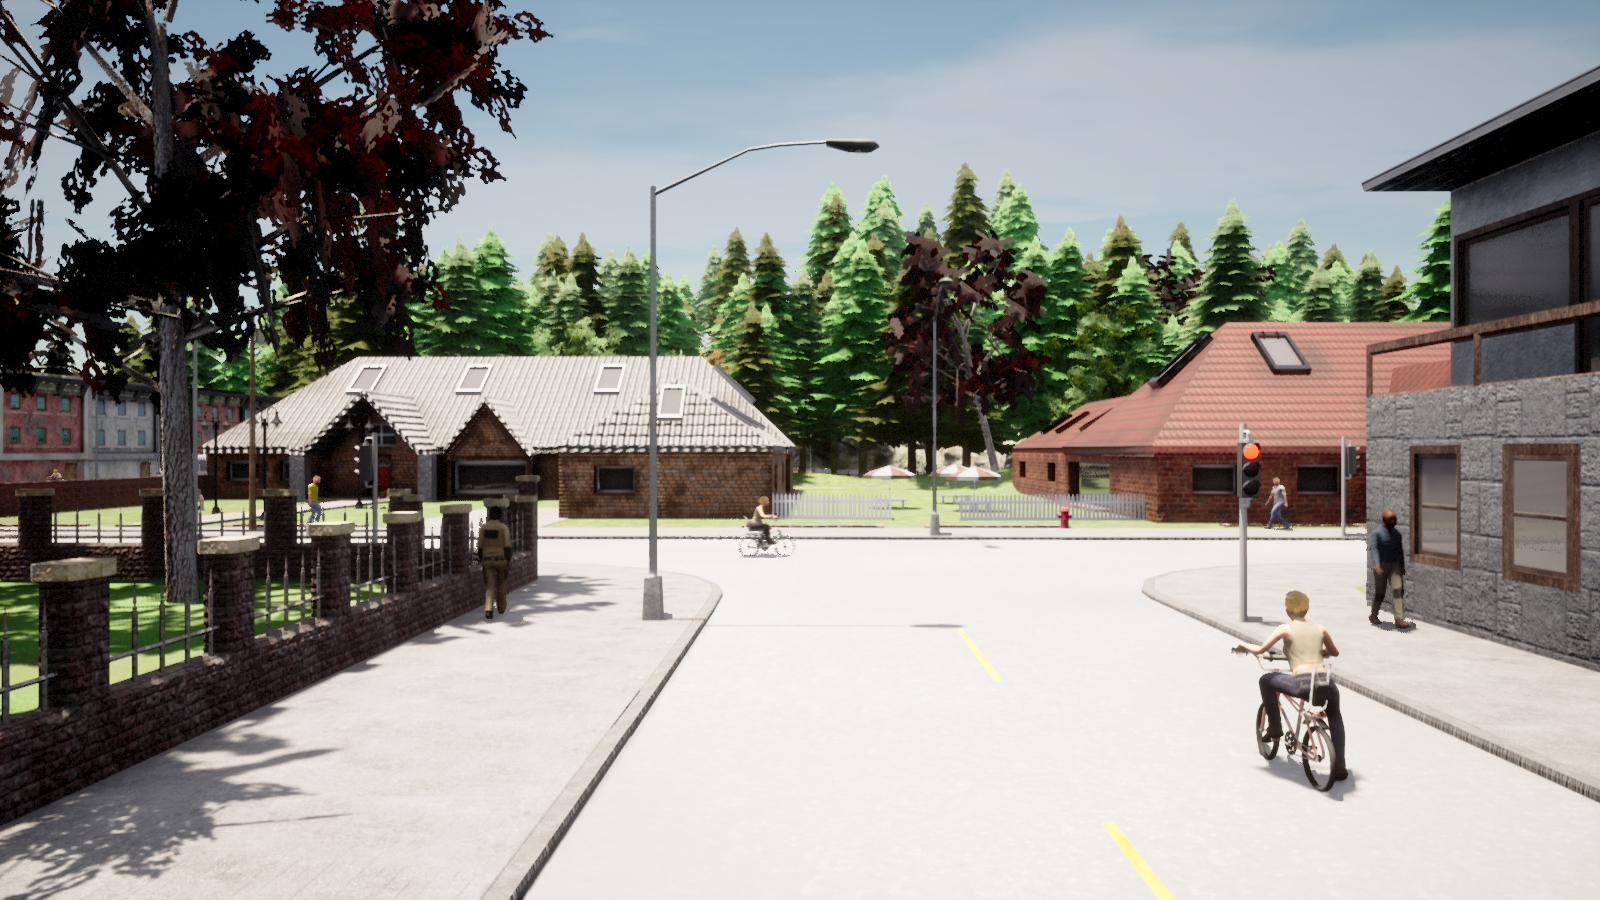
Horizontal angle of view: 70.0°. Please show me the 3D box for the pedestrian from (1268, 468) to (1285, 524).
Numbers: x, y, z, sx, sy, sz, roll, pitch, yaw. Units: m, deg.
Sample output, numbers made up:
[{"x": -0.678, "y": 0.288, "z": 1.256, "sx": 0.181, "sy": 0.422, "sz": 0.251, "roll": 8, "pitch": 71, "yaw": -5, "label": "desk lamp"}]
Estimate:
[{"x": 16.010, "y": 1.530, "z": 38.369, "sx": 0.375, "sy": 1.860, "sz": 0.375, "roll": 0, "pitch": 0, "yaw": -11, "label": "pedestrian"}]

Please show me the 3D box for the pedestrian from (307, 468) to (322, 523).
[{"x": -16.365, "y": 1.530, "z": 38.491, "sx": 0.375, "sy": 1.860, "sz": 0.375, "roll": 0, "pitch": 0, "yaw": -4, "label": "pedestrian"}]

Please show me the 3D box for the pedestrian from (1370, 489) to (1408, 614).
[{"x": 8.877, "y": 1.519, "z": 17.220, "sx": 0.375, "sy": 1.860, "sz": 0.375, "roll": 0, "pitch": 0, "yaw": 0, "label": "pedestrian"}]

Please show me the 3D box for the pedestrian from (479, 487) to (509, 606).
[{"x": -4.870, "y": 1.526, "z": 18.179, "sx": 0.375, "sy": 1.860, "sz": 0.375, "roll": 0, "pitch": 0, "yaw": 0, "label": "pedestrian"}]

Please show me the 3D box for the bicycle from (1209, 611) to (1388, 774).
[{"x": 4.247, "y": 2.038, "z": 9.857, "sx": 0.859, "sy": 1.080, "sz": 1.487, "roll": 0, "pitch": 0, "yaw": -2, "label": "bicycle"}]

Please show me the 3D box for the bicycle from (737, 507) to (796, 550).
[{"x": -0.867, "y": 2.041, "z": 29.877, "sx": 1.487, "sy": 1.080, "sz": 0.859, "roll": 0, "pitch": 0, "yaw": 2, "label": "bicycle"}]
